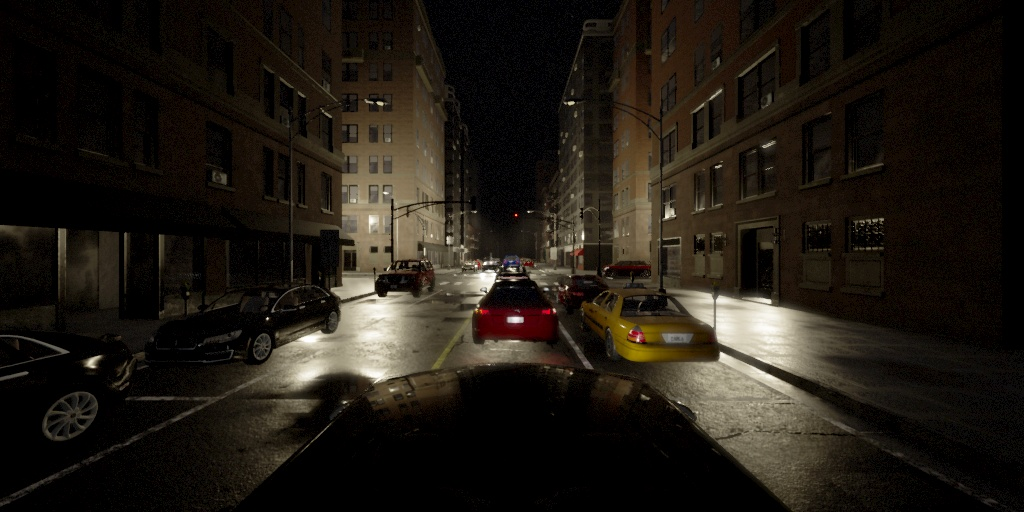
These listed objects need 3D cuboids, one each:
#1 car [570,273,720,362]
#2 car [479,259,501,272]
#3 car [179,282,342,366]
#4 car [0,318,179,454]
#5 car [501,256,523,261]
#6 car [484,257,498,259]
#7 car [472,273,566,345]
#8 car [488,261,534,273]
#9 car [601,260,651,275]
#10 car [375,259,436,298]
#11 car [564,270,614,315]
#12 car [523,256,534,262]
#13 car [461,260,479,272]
[{"bbox_3d":[2.648,1.275,8.038,1.751,1.417,4.829,0,0,0],"label":"car"},{"bbox_3d":[-2.760,1.344,45.326,1.895,1.301,4.718,0,0,0],"label":"car"},{"bbox_3d":[-5.377,1.300,7.894,2.007,1.370,4.403,0,0,0],"label":"car"},{"bbox_3d":[-5.388,1.300,2.481,2.007,1.370,4.403,0,0,0],"label":"car"},{"bbox_3d":[0.026,0.962,49.675,2.150,2.045,5.566,0,0,3],"label":"car"},{"bbox_3d":[-2.732,1.231,54.895,2.128,1.511,4.902,0,0,0],"label":"car"},{"bbox_3d":[0.082,1.313,9.550,1.994,1.385,4.181,0,0,0],"label":"car"},{"bbox_3d":[0.035,1.239,19.420,2.128,1.511,4.902,0,0,0],"label":"car"},{"bbox_3d":[10.442,1.151,33.270,4.553,1.767,2.097,0,0,0],"label":"car"},{"bbox_3d":[-5.354,1.062,18.719,2.192,1.841,5.009,0,0,0],"label":"car"},{"bbox_3d":[2.659,1.330,13.281,1.802,1.307,4.207,0,0,0],"label":"car"},{"bbox_3d":[2.760,1.176,61.521,1.967,1.591,4.097,0,0,0],"label":"car"},{"bbox_3d":[-5.299,1.293,45.182,2.007,1.370,4.403,0,0,0],"label":"car"}]
